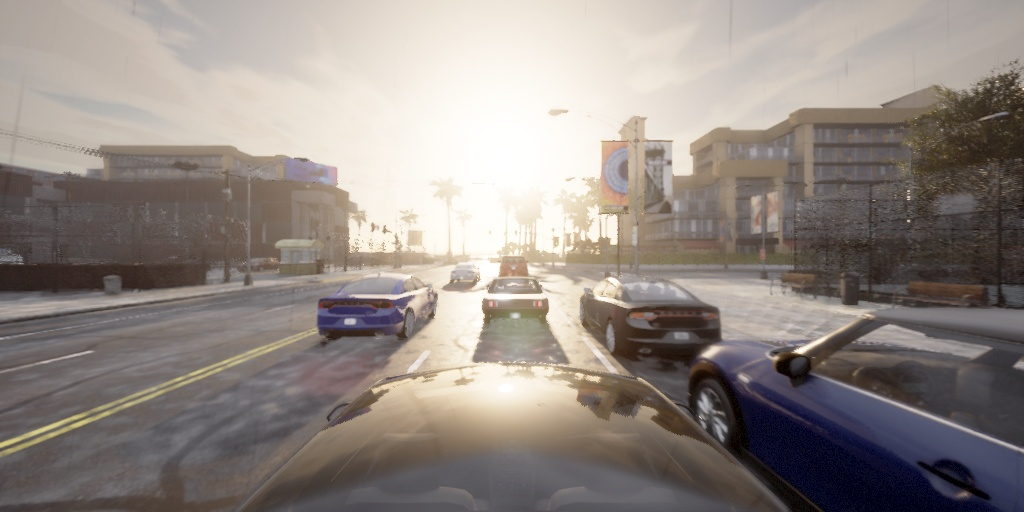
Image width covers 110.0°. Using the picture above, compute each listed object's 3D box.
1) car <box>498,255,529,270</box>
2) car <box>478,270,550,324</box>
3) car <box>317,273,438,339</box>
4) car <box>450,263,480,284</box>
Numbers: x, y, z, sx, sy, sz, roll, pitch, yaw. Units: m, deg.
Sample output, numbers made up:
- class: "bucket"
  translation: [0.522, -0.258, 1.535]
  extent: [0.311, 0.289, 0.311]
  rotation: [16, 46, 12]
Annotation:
- class: "car"
  translation: [0.110, 0.922, 27.695]
  extent: [2.150, 2.045, 5.566]
  rotation: [0, 0, 0]
- class: "car"
  translation: [0.088, 1.329, 11.941]
  extent: [1.895, 1.301, 4.718]
  rotation: [0, 0, 0]
- class: "car"
  translation: [-3.396, 1.211, 10.005]
  extent: [1.882, 1.535, 5.008]
  rotation: [0, 0, 0]
- class: "car"
  translation: [-3.392, 1.227, 26.457]
  extent: [1.812, 1.442, 4.674]
  rotation: [0, 0, 0]
